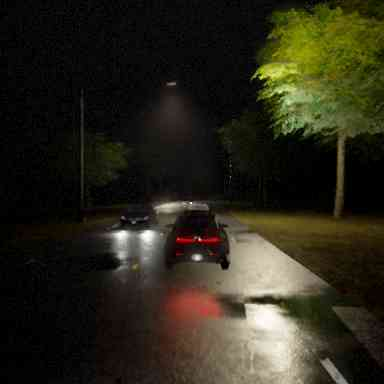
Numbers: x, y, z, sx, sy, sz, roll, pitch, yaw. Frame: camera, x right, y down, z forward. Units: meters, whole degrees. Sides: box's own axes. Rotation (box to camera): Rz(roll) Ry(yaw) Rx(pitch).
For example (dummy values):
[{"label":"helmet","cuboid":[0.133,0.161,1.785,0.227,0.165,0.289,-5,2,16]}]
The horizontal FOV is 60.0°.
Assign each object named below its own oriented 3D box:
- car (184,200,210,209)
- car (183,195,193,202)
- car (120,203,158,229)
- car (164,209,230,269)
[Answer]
[{"label":"car","cuboid":[0.454,1.543,25.469,1.895,1.301,4.718,0,0,2]},{"label":"car","cuboid":[-0.746,1.409,69.963,1.837,1.490,4.892,0,0,4]},{"label":"car","cuboid":[-3.273,1.473,21.422,1.812,1.442,4.674,0,0,2]},{"label":"car","cuboid":[0.158,1.475,10.967,1.837,1.490,4.892,0,-1,1]}]
